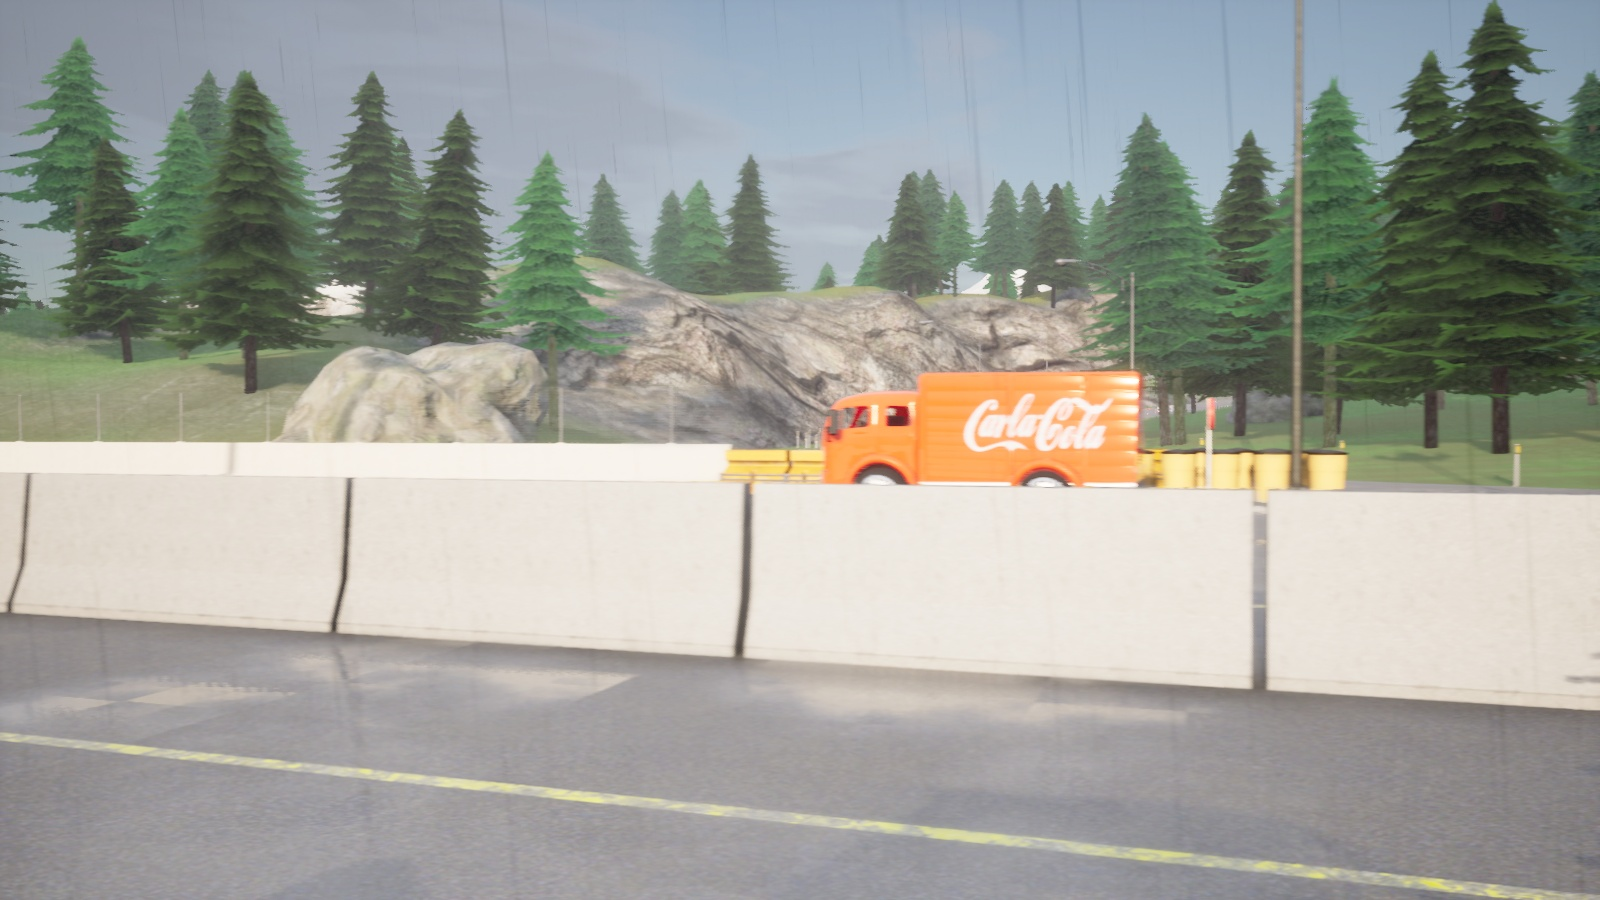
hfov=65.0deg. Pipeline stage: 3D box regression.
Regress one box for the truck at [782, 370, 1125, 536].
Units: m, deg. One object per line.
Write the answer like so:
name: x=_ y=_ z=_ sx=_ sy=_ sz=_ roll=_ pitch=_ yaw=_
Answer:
truck: x=2.593 y=0.002 z=20.776 sx=5.204 sy=2.467 sz=2.627 roll=1 pitch=1 yaw=19
